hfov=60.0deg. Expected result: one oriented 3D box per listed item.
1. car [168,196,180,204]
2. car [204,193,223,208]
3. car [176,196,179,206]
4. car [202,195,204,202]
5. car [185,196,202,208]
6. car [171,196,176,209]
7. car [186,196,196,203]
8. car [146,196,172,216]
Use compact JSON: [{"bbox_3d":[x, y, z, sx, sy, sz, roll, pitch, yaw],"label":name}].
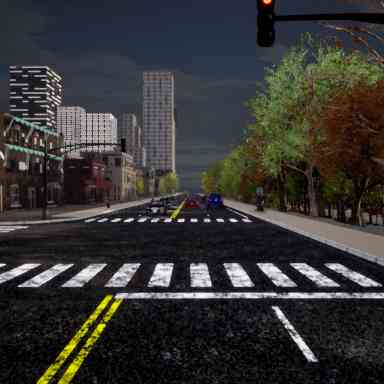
[{"bbox_3d":[-3.436,1.468,64.391,2.128,1.511,4.902,0,0,1],"label":"car"},{"bbox_3d":[3.238,1.205,47.607,2.150,2.045,5.566,0,0,0],"label":"car"},{"bbox_3d":[-3.456,1.486,53.181,1.837,1.490,4.892,0,0,0],"label":"car"},{"bbox_3d":[3.072,1.448,74.417,1.882,1.535,5.008,0,0,0],"label":"car"},{"bbox_3d":[-0.013,1.547,47.637,1.994,1.385,4.181,0,0,0],"label":"car"},{"bbox_3d":[-3.440,1.490,43.041,1.837,1.490,4.892,0,0,0],"label":"car"},{"bbox_3d":[-0.123,1.521,68.035,2.033,1.411,5.357,0,0,0],"label":"car"},{"bbox_3d":[-3.422,1.481,32.992,2.128,1.511,4.902,0,0,0],"label":"car"}]
